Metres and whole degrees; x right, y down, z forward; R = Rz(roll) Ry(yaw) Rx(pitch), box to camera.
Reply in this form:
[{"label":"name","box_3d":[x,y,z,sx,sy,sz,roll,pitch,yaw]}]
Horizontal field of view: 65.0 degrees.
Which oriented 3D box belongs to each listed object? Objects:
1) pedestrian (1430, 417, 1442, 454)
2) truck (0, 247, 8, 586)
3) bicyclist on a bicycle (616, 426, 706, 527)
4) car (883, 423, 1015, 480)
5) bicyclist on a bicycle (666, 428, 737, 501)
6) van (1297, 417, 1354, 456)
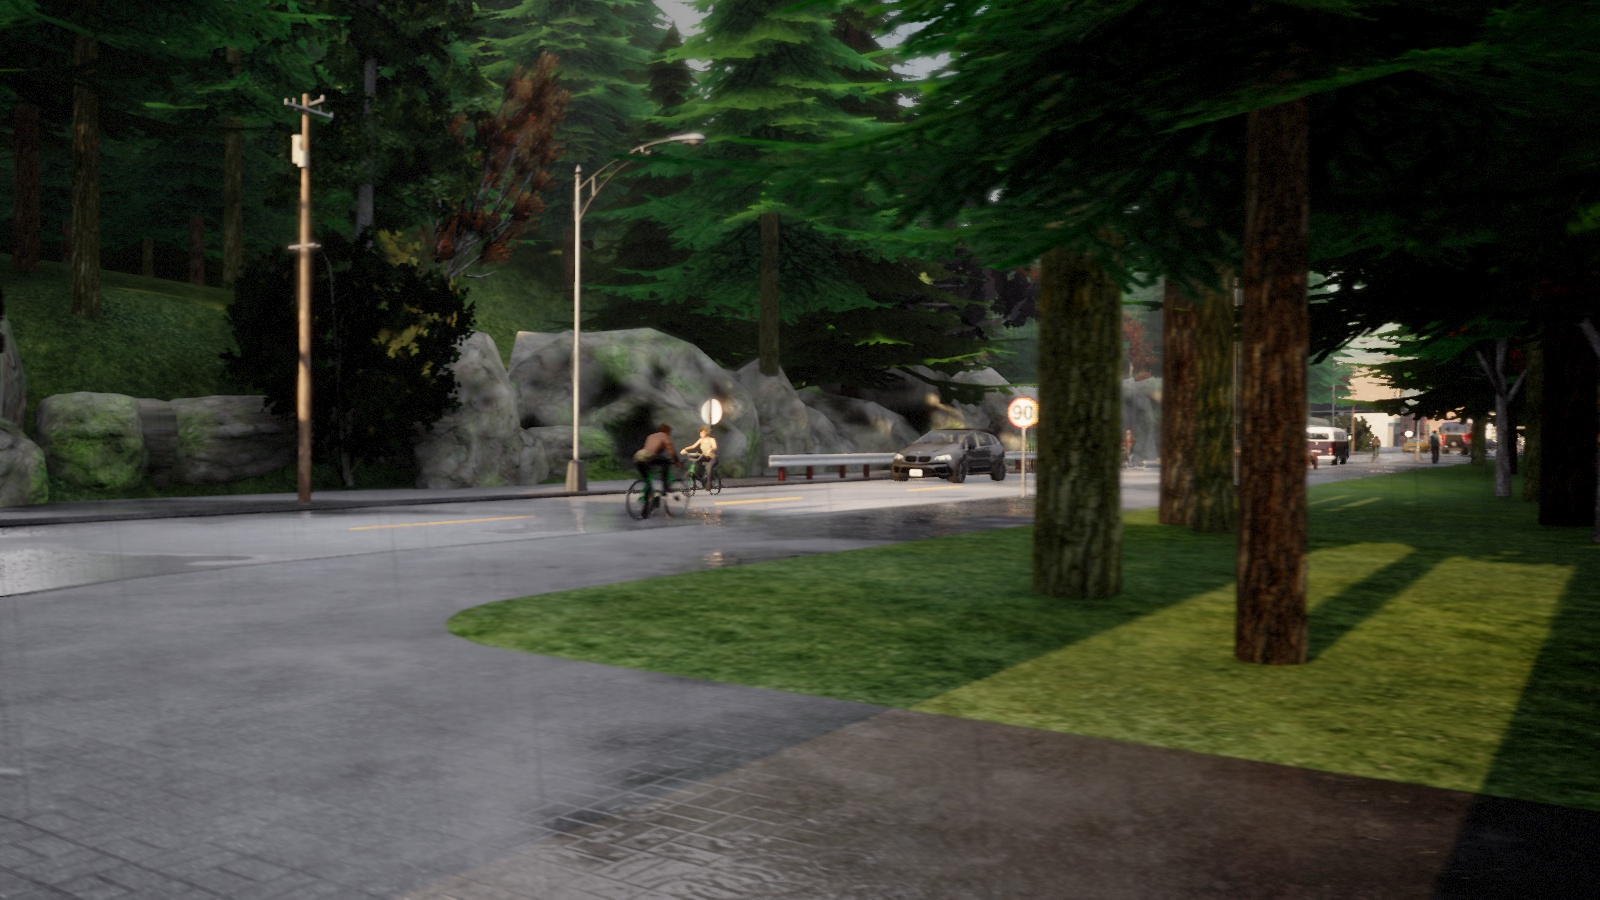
[{"label":"pedestrian","box_3d":[33.944,-0.780,67.032,0.396,1.930,0.692,0,1,42]},{"label":"truck","box_3d":[-8.364,-0.290,8.706,2.891,3.462,7.936,-1,1,-18]},{"label":"bicyclist on a bicycle","box_3d":[-2.316,0.419,21.158,0.582,1.620,1.656,0,1,33]},{"label":"car","box_3d":[4.719,0.002,39.208,2.242,1.667,4.611,0,1,33]},{"label":"bicyclist on a bicycle","box_3d":[-2.232,0.301,28.622,0.866,1.612,1.509,0,1,33]},{"label":"van","box_3d":[28.494,-0.727,67.999,2.069,2.038,4.480,0,1,34]}]
